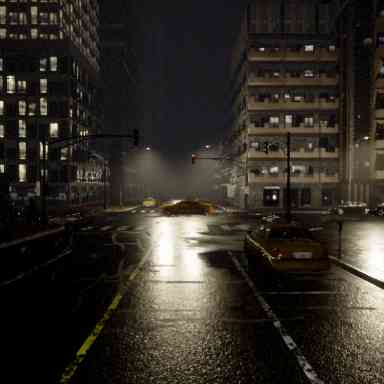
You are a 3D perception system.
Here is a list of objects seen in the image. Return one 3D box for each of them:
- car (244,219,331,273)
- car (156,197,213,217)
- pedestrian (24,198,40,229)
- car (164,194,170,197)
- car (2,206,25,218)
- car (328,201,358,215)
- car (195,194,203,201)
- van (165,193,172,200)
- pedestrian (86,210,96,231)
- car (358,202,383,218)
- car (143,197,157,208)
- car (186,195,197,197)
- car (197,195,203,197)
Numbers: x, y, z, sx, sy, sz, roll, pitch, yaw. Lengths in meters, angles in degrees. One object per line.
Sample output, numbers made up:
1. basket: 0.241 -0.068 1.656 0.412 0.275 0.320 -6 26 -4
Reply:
1. car: 2.720 1.522 10.520 1.752 1.417 4.829 -1 0 0
2. car: -0.542 1.469 31.114 5.008 1.535 1.882 0 0 0
3. pedestrian: -8.944 1.138 18.572 0.375 1.860 0.375 -1 1 0
4. car: -6.312 1.531 70.847 1.887 1.381 4.507 -1 0 0
5. car: -16.786 1.491 27.997 4.718 1.301 1.895 0 1 0
6. car: 16.027 1.624 33.599 4.403 1.369 2.008 0 0 0
7. car: 1.919 1.424 87.883 1.967 1.590 4.097 -1 0 0
8. van: -6.511 1.325 93.465 1.690 1.788 3.998 -1 0 0
9. pedestrian: -5.814 1.289 19.198 0.375 1.860 0.375 -1 1 0
10. car: 18.746 1.630 30.992 4.902 1.511 2.128 0 1 0
11. car: -6.115 1.514 48.060 1.752 1.417 4.829 -1 0 0
12. car: -0.439 1.339 62.834 2.097 1.767 4.553 0 0 -1
13. car: 2.214 1.539 53.957 2.008 1.369 4.403 -1 0 0
